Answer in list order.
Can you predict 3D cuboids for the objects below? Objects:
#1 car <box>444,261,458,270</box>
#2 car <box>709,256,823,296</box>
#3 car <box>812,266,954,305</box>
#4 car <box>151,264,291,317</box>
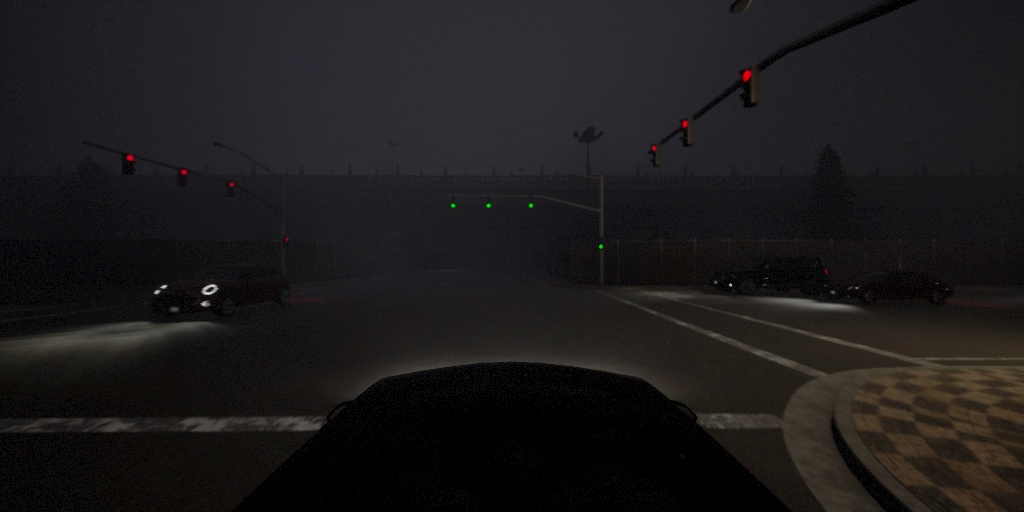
[{"bbox_3d":[-10.480,1.690,61.845,1.837,1.490,4.892,0,2,0],"label":"car"},{"bbox_3d":[13.690,1.023,19.242,5.566,2.045,2.150,-1,0,0],"label":"car"},{"bbox_3d":[16.380,1.309,15.713,4.674,1.442,1.812,0,0,0],"label":"car"},{"bbox_3d":[-10.473,1.096,13.367,2.097,1.767,4.553,0,-1,0],"label":"car"}]
